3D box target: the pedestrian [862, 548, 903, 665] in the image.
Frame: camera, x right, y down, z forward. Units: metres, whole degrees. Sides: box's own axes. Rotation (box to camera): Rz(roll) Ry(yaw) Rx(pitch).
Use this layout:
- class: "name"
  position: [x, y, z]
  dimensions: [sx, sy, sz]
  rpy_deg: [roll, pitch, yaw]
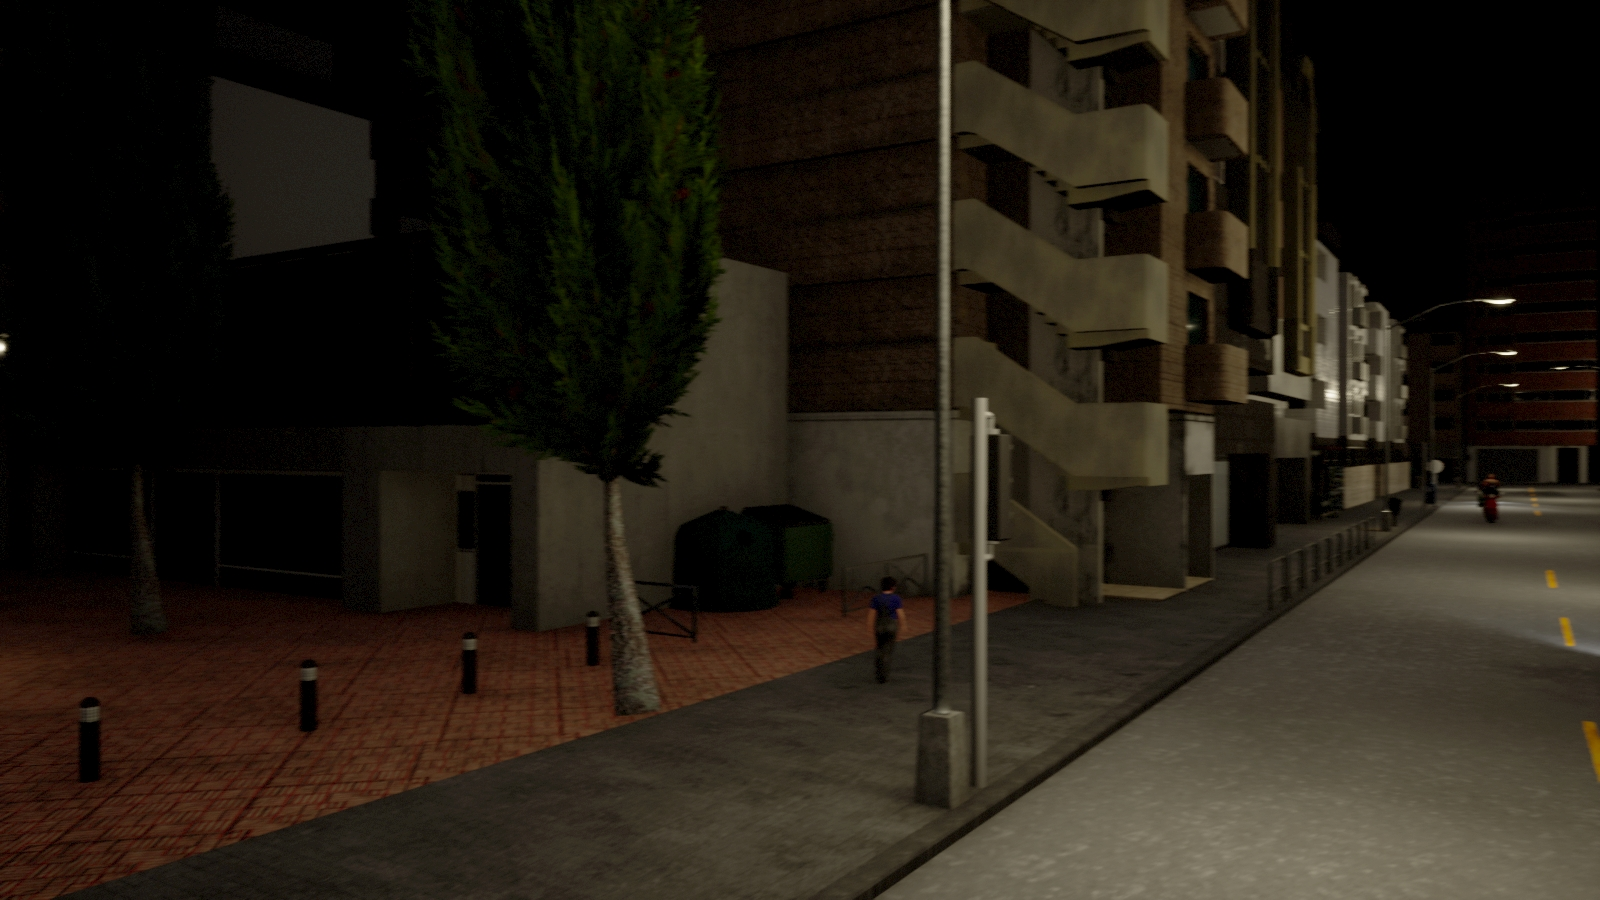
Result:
- class: "pedestrian"
  position: [0.961, 1.805, 13.286]
  dimensions: [0.375, 1.300, 0.375]
  rpy_deg: [0, 0, 24]
